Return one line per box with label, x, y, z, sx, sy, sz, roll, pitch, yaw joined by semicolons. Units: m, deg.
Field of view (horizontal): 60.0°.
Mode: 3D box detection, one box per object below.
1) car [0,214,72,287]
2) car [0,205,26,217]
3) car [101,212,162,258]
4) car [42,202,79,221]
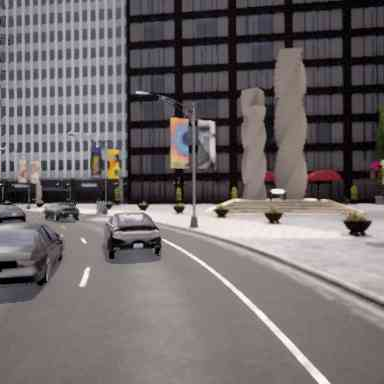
car;-4.816;1.606;9.398;2.033;1.411;5.357;0;0;-15
car;-15.470;1.747;27.797;1.994;1.385;4.181;0;0;-43
car;-2.466;1.541;13.125;2.128;1.511;4.902;0;0;-17
car;-11.225;1.657;28.361;1.837;1.490;4.892;0;-1;-40
